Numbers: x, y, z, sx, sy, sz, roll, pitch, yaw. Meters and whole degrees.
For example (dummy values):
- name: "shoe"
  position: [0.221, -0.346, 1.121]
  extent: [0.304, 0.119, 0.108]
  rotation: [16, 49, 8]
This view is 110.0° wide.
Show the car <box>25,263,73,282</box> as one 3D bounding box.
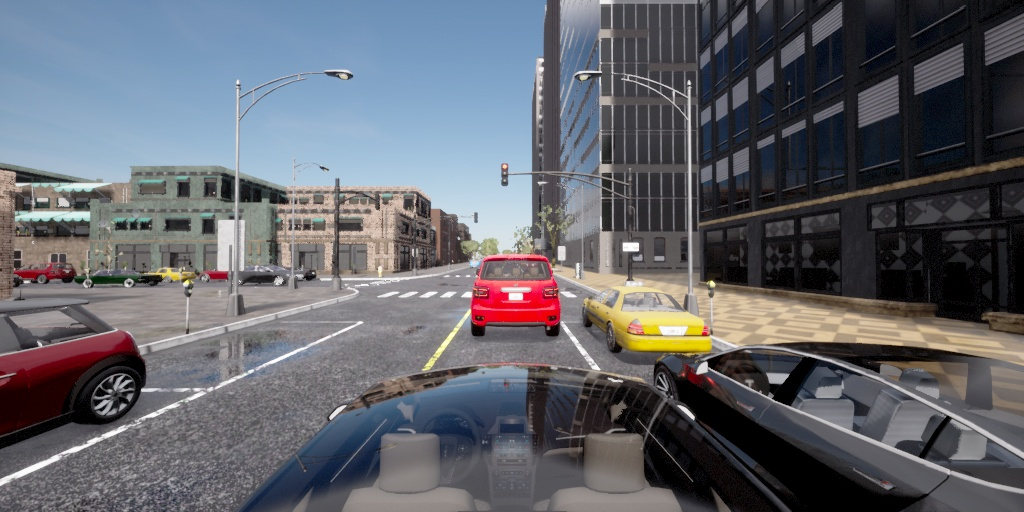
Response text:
- name: "car"
  position: [-41.668, 1.522, 31.692]
  extent: [5.009, 1.841, 2.192]
  rotation: [0, 0, 1]

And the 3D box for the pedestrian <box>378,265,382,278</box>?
- name: "pedestrian"
  position: [-12.616, 1.399, 34.339]
  extent: [0.375, 1.300, 0.375]
  rotation: [0, 0, 1]

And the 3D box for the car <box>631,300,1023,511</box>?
- name: "car"
  position: [2.655, 1.316, 2.791]
  extent: [1.948, 1.339, 4.313]
  rotation: [0, 0, 0]

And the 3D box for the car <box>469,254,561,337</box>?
- name: "car"
  position: [0.081, 0.975, 10.480]
  extent: [2.150, 2.045, 5.566]
  rotation: [0, 0, 0]

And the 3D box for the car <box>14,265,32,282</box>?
- name: "car"
  position: [-38.505, 1.591, 25.889]
  extent: [4.892, 1.490, 1.837]
  rotation: [-1, -1, 1]

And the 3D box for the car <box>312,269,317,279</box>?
- name: "car"
  position: [-19.477, 1.562, 31.458]
  extent: [4.313, 1.339, 1.948]
  rotation: [0, 0, 1]

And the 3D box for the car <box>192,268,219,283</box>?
- name: "car"
  position: [-25.025, 1.489, 31.517]
  extent: [4.097, 1.591, 1.967]
  rotation: [0, 0, 1]

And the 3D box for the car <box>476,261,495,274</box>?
- name: "car"
  position: [-3.193, 1.312, 43.986]
  extent: [2.033, 1.411, 5.357]
  rotation: [0, 0, 0]

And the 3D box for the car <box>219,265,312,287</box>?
- name: "car"
  position: [-17.531, 1.378, 25.674]
  extent: [4.902, 1.511, 2.128]
  rotation: [-1, -1, 2]

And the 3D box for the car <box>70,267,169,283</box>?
- name: "car"
  position: [-28.087, 1.587, 25.765]
  extent: [4.718, 1.301, 1.895]
  rotation: [-1, -1, 1]

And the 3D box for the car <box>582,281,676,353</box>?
- name: "car"
  position: [2.813, 1.277, 8.605]
  extent: [1.751, 1.417, 4.829]
  rotation: [0, 0, 0]

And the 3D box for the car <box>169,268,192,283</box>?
- name: "car"
  position: [-30.743, 1.627, 31.577]
  extent: [4.829, 1.417, 1.751]
  rotation: [0, 0, 1]

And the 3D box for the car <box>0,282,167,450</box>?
- name: "car"
  position: [-5.692, 1.190, 2.827]
  extent: [1.967, 1.591, 4.097]
  rotation: [0, 0, 0]

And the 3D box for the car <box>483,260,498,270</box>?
- name: "car"
  position: [-3.212, 1.317, 54.610]
  extent: [2.033, 1.411, 5.357]
  rotation: [0, 0, 0]
